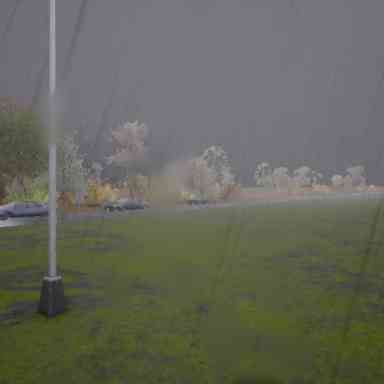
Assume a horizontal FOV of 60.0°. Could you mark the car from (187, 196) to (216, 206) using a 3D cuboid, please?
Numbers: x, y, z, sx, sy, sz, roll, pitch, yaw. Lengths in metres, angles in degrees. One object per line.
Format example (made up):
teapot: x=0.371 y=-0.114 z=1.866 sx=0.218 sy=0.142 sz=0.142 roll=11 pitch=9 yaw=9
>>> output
car: x=1.361 y=1.248 z=46.207 sx=1.895 sy=1.301 sz=4.718 roll=0 pitch=1 yaw=36

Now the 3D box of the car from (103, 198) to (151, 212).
car: x=-6.748 y=1.315 z=35.179 sx=2.033 sy=1.411 sz=5.357 roll=0 pitch=1 yaw=36

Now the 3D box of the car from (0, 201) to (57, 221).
car: x=-13.432 y=1.411 z=26.060 sx=2.033 sy=1.411 sz=5.357 roll=0 pitch=1 yaw=36
